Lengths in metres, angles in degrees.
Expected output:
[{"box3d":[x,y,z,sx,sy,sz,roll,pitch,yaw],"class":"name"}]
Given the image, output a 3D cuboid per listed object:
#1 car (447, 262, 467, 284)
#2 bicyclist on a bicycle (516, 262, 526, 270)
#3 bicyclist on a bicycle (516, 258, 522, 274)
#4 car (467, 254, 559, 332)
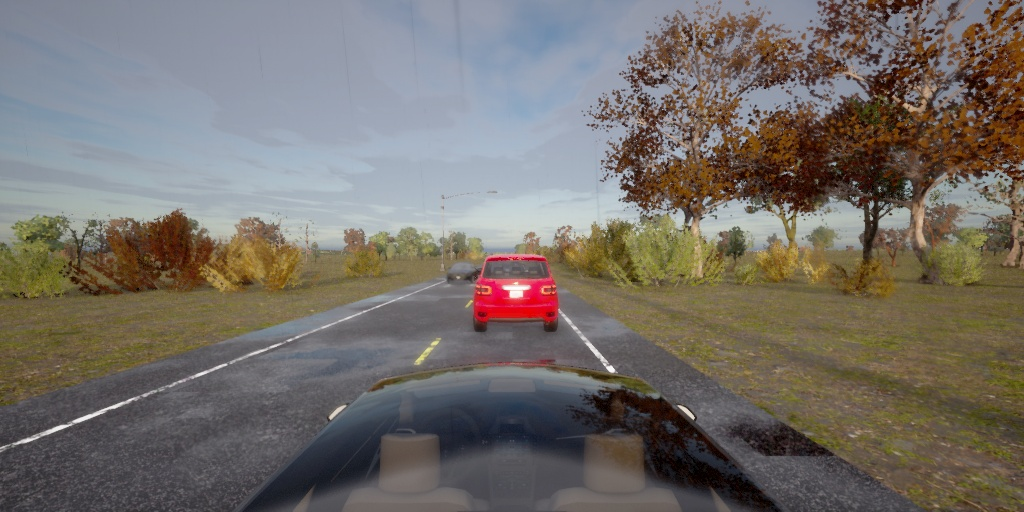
[{"box3d":[-3.689,1.219,27.120,1.882,1.535,5.008,0,0,0],"class":"car"},{"box3d":[0.859,1.110,30.148,0.659,1.776,1.843,0,0,0],"class":"bicyclist on a bicycle"},{"box3d":[0.784,1.107,40.161,0.659,1.776,1.843,0,0,0],"class":"bicyclist on a bicycle"},{"box3d":[0.078,0.968,10.969,2.150,2.045,5.566,0,0,-1],"class":"car"}]
